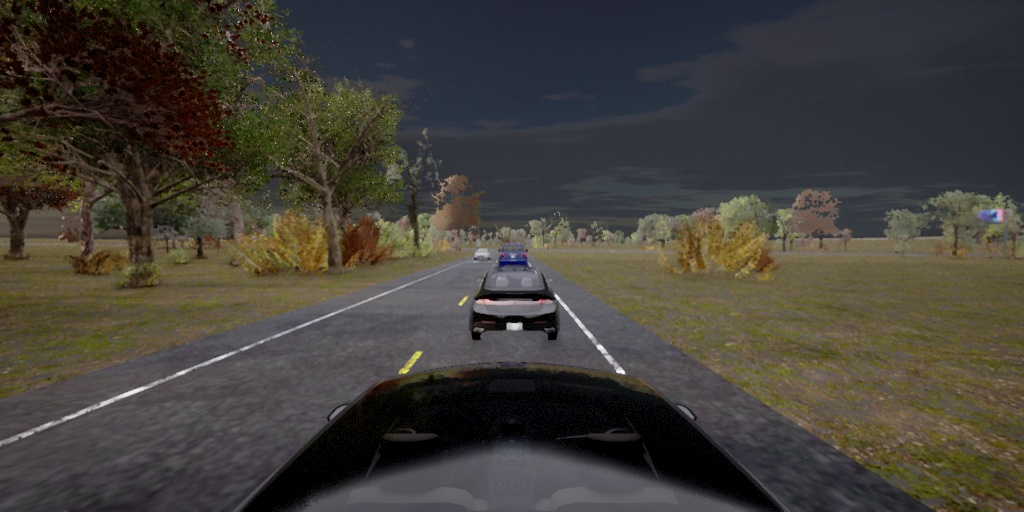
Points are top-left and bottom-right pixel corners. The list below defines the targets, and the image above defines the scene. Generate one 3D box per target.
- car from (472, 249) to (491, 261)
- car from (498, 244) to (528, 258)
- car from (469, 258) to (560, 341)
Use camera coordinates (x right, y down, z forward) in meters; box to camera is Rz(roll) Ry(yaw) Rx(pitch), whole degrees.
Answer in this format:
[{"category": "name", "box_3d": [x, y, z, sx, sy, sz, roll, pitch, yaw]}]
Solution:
[{"category": "car", "box_3d": [-3.599, -0.169, 43.955, 1.812, 1.442, 4.674, 0, 2, 0]}, {"category": "car", "box_3d": [0.080, 0.050, 28.684, 2.150, 2.045, 5.566, 0, 2, 0]}, {"category": "car", "box_3d": [0.061, 0.995, 8.989, 2.128, 1.511, 4.902, 0, 2, 0]}]
